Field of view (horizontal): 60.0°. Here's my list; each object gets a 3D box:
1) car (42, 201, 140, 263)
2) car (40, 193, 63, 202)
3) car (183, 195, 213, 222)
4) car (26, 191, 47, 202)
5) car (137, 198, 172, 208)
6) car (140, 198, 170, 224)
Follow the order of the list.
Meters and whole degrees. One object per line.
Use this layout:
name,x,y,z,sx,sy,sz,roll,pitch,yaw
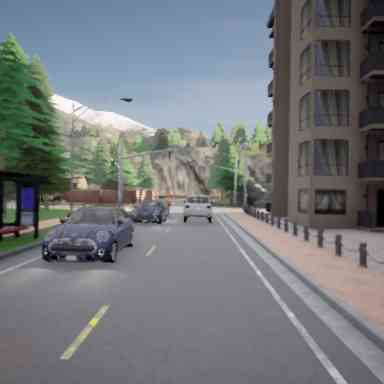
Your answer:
car,-3.400,1.302,11.757,2.097,1.767,4.553,1,0,1
car,-23.992,0.789,57.247,1.932,1.855,4.605,1,0,0
car,0.470,1.243,26.710,2.150,2.045,5.566,1,0,1
car,-26.504,0.749,56.846,1.905,1.878,3.866,1,0,0
car,-5.388,1.527,47.116,4.718,1.301,1.895,1,0,31
car,-3.078,1.366,24.293,2.097,1.767,4.553,1,0,1
